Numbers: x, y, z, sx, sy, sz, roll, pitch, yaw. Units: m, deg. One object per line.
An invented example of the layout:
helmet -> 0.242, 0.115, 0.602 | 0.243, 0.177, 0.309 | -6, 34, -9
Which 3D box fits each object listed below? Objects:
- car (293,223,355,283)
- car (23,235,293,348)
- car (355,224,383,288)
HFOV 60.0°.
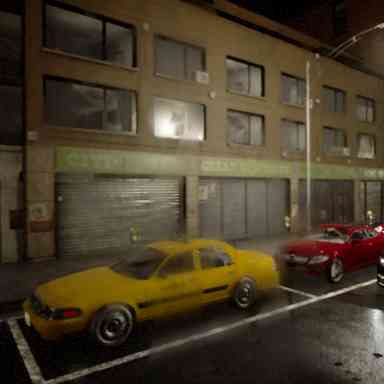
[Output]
car -> 4.185, 1.577, 9.528 | 4.206, 1.307, 1.802 | 0, 0, -36
car -> -0.428, 1.523, 6.236 | 4.829, 1.417, 1.752 | 0, 0, -36
car -> 6.227, 1.485, 7.822 | 4.902, 1.511, 2.128 | 0, 0, -35
